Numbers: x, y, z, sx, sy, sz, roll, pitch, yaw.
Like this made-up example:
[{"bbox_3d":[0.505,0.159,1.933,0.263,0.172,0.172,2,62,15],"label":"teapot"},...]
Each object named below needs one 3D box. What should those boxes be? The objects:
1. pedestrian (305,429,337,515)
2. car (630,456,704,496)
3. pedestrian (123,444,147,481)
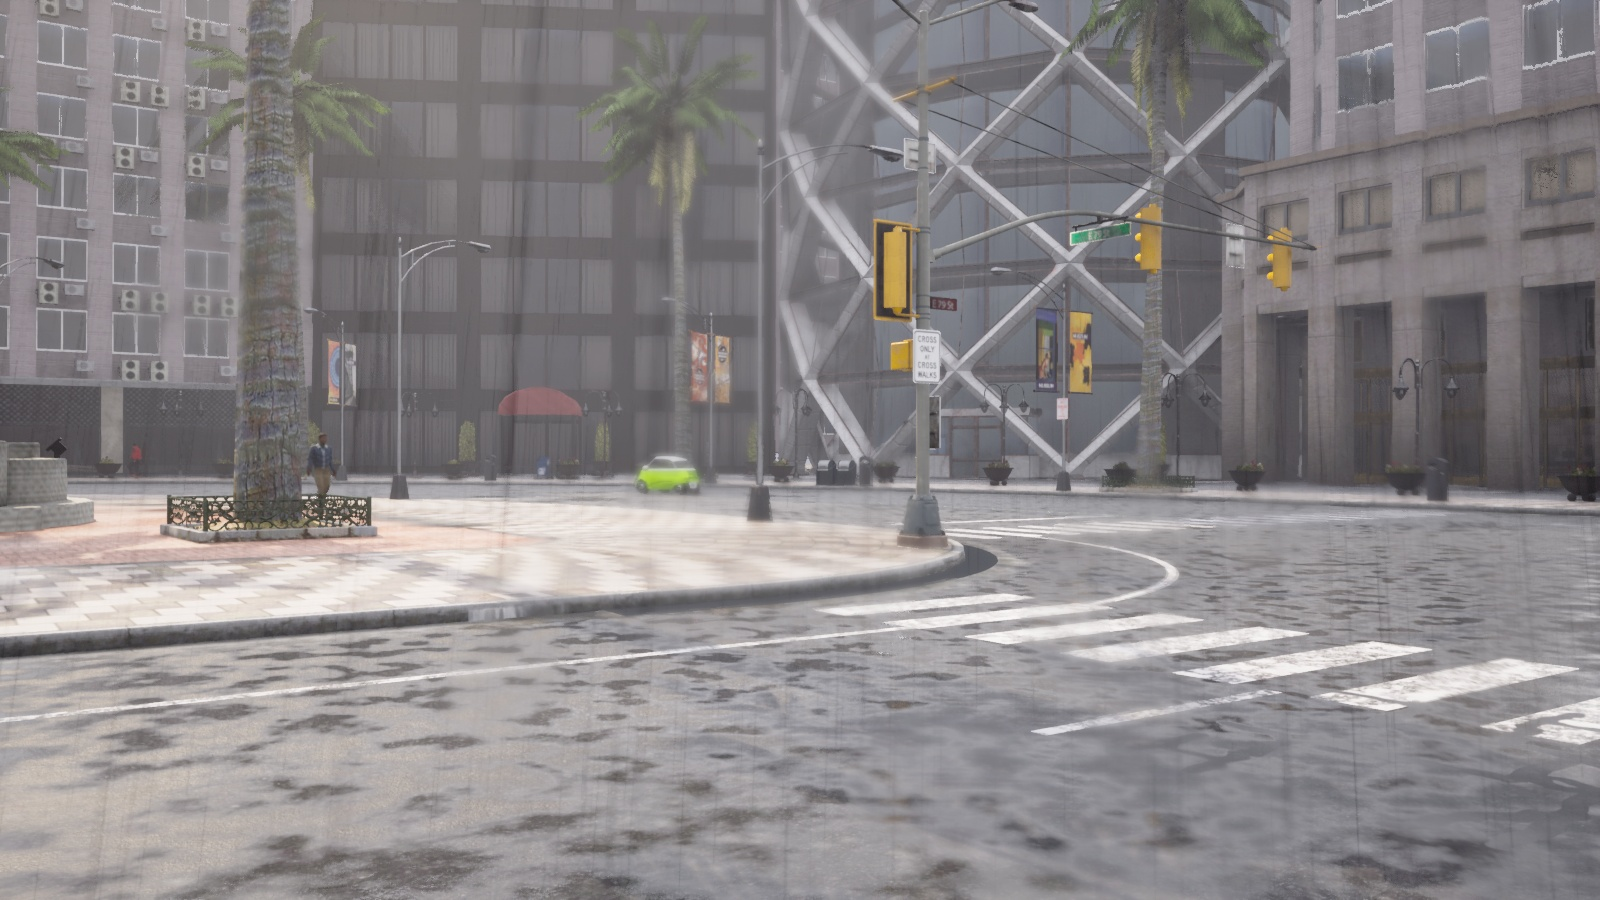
[{"bbox_3d":[-11.046,0.496,28.973,0.423,1.949,0.788,0,0,-43],"label":"pedestrian"},{"bbox_3d":[-4.791,0.921,45.305,2.207,1.376,1.481,0,0,32],"label":"car"},{"bbox_3d":[-32.876,0.623,62.045,0.899,1.844,0.634,0,0,-11],"label":"pedestrian"}]
